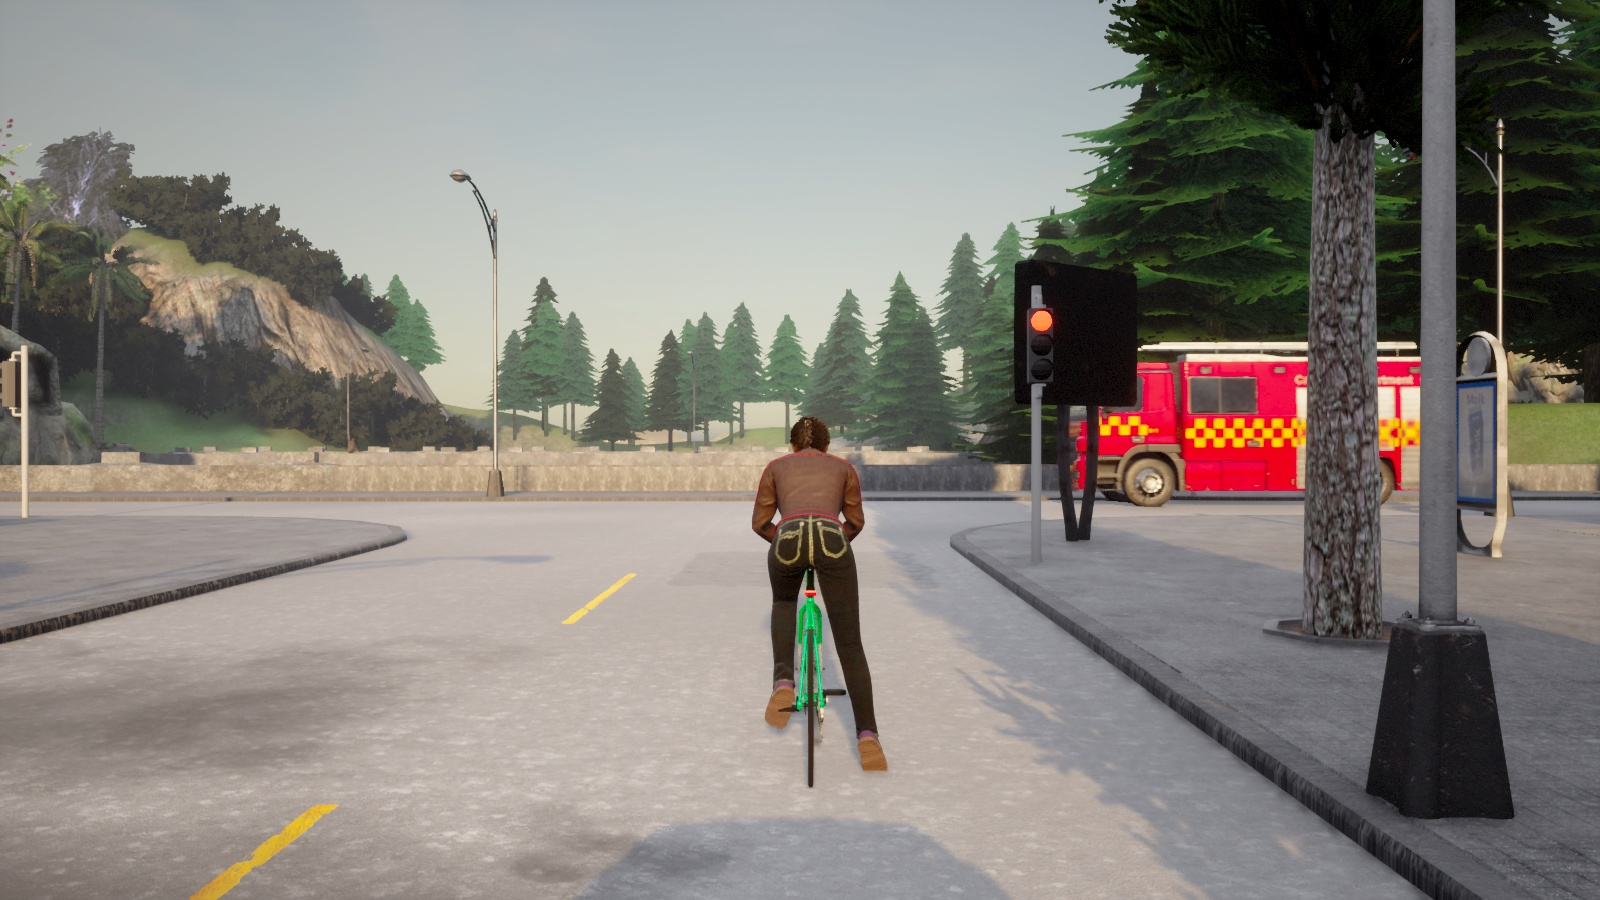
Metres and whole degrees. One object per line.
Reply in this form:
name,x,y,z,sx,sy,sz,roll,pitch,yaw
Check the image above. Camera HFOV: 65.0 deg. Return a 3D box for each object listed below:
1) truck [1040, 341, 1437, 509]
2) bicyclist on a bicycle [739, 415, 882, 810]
truck,10.244,-0.579,30.019,8.468,3.827,2.891,0,0,0
bicyclist on a bicycle,0.048,0.666,5.972,0.582,1.620,1.656,0,0,0
